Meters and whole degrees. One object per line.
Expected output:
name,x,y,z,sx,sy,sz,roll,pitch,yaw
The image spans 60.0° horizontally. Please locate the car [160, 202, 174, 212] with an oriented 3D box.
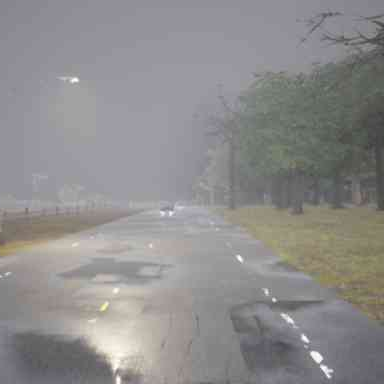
car,-3.784,2.289,51.567,1.994,1.385,4.181,0,-1,0
